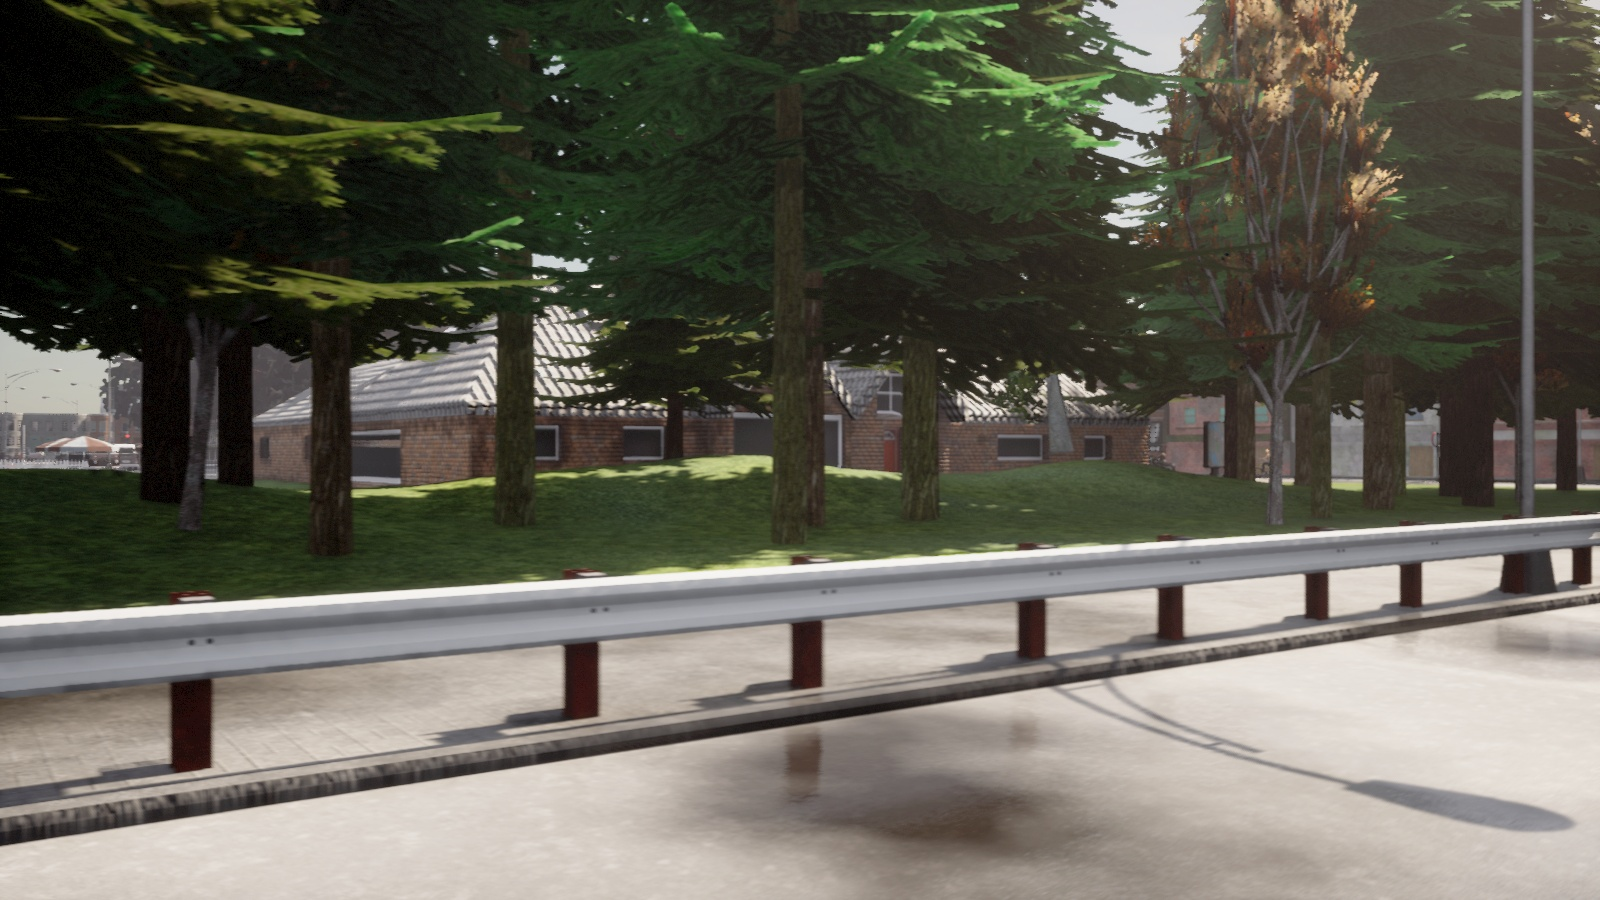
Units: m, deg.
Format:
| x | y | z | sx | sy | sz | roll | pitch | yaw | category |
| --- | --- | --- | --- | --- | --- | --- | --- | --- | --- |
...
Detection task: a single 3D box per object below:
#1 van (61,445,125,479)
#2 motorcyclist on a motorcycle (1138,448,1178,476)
| x | y | z | sx | sy | sz | roll | pitch | yaw | category |
| --- | --- | --- | --- | --- | --- | --- | --- | --- | --- |
| -43.704 | 0.734 | 77.588 | 4.480 | 2.038 | 2.069 | 0 | 1 | 42 | van |
| 21.619 | 0.708 | 75.810 | 0.766 | 1.649 | 2.350 | 0 | 0 | -35 | motorcyclist on a motorcycle |
